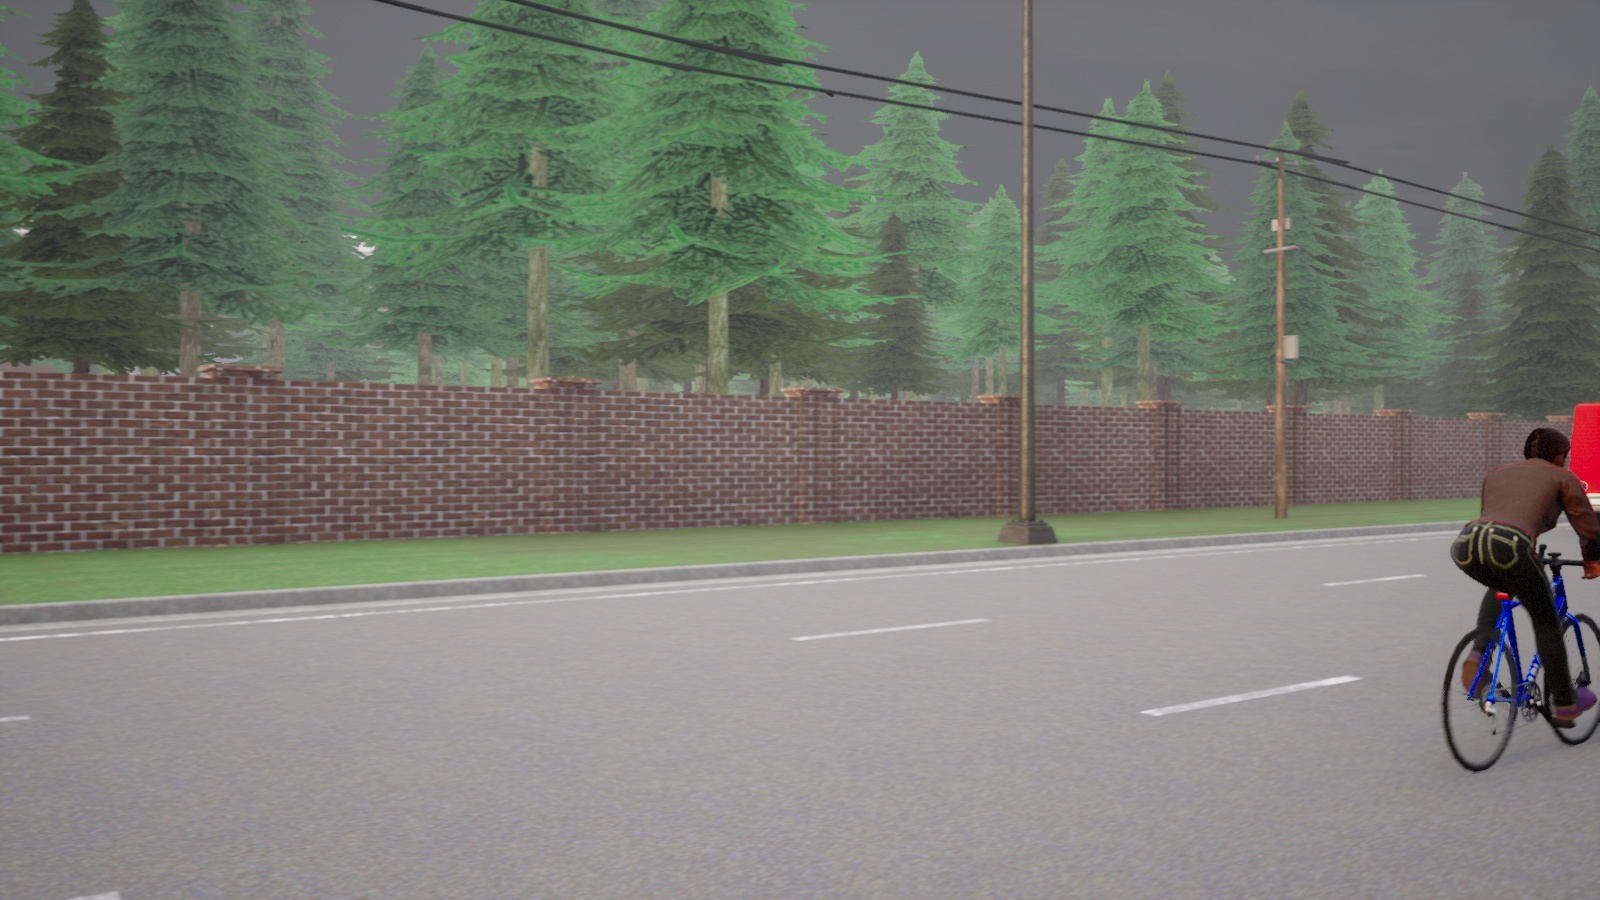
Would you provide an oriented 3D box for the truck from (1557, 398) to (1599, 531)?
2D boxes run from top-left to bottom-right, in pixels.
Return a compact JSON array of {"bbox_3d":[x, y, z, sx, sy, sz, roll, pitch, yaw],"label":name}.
[{"bbox_3d":[17.219,0.265,24.176,5.204,2.467,2.627,0,0,-35],"label":"truck"}]

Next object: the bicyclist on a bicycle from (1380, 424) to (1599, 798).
[{"bbox_3d":[3.578,0.702,6.150,1.656,1.620,0.582,0,0,-35],"label":"bicyclist on a bicycle"}]
